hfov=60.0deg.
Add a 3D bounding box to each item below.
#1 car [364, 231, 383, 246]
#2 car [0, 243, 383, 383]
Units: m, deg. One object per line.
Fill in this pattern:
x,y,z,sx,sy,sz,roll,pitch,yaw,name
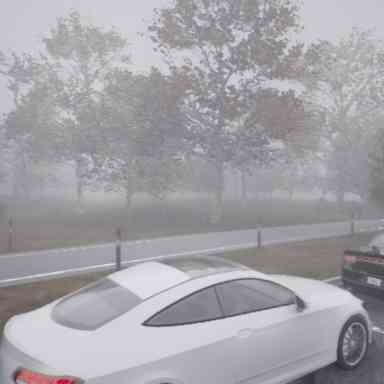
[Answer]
5.491,1.476,7.463,5.008,1.535,2.097,-1,0,-31,car
0.259,1.533,4.075,4.674,1.452,2.002,0,-1,-33,car
